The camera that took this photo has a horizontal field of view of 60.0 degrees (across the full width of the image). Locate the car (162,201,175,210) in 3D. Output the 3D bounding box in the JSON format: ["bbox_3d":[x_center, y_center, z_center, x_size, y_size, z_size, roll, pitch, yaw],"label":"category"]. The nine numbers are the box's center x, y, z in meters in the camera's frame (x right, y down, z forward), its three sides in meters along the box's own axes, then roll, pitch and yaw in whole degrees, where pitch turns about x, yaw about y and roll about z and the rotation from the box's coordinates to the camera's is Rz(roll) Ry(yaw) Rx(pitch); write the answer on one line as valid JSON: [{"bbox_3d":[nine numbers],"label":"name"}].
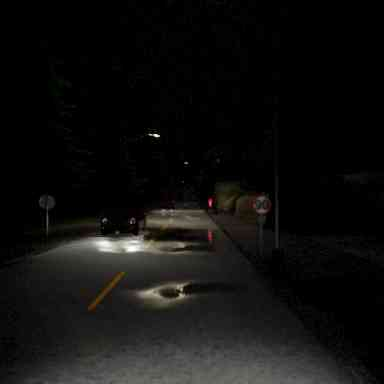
[{"bbox_3d":[-3.972,2.373,58.013,1.812,1.442,4.674,0,-1,1],"label":"car"}]

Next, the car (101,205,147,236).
[{"bbox_3d":[-4.095,1.653,20.500,2.097,1.767,4.553,0,-1,0],"label":"car"}]
